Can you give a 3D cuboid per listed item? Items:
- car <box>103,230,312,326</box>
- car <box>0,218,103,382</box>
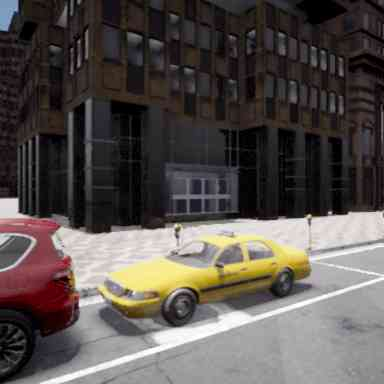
[{"bbox_3d":[0.543,1.524,7.035,4.829,1.417,1.752,0,0,-36],"label":"car"},{"bbox_3d":[-3.893,1.316,3.871,5.009,1.841,2.192,0,0,-36],"label":"car"}]
